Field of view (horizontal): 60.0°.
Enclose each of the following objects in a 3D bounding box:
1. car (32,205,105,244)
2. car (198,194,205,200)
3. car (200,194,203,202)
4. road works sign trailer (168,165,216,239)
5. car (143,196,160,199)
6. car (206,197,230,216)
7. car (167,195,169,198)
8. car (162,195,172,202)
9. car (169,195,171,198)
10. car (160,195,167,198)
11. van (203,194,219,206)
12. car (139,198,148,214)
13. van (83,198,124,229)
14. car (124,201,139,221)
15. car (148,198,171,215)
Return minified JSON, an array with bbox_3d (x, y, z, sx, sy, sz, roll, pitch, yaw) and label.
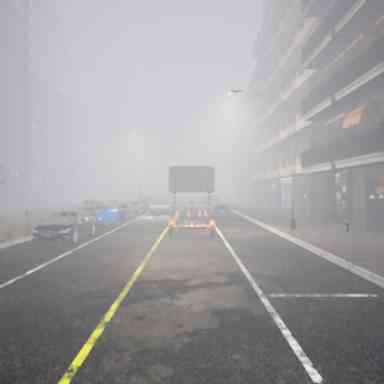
[{"bbox_3d":[-5.698,1.517,15.322,2.008,1.369,4.403,0,0,0],"label":"car"},{"bbox_3d":[2.653,1.396,92.814,1.752,1.417,4.829,0,0,0],"label":"car"},{"bbox_3d":[2.668,1.447,53.984,1.887,1.381,4.507,0,0,0],"label":"car"},{"bbox_3d":[-0.006,0.427,17.220,2.380,3.560,2.880,0,0,0],"label":"road works sign trailer"},{"bbox_3d":[-5.709,1.356,42.936,1.967,1.590,4.097,0,0,0],"label":"car"},{"bbox_3d":[2.676,1.485,31.893,2.008,1.369,4.403,0,0,0],"label":"car"},{"bbox_3d":[-5.715,1.447,59.504,2.008,1.369,4.403,0,0,0],"label":"car"},{"bbox_3d":[-5.722,1.445,76.073,1.947,1.339,4.313,0,0,0],"label":"car"},{"bbox_3d":[-5.718,1.330,65.027,1.967,1.590,4.097,0,0,0],"label":"car"},{"bbox_3d":[-5.713,1.453,53.981,2.008,1.369,4.403,0,0,0],"label":"car"},{"bbox_3d":[2.671,1.257,42.938,1.690,1.788,3.998,0,0,0],"label":"van"},{"bbox_3d":[-5.705,1.499,31.890,1.947,1.339,4.313,0,0,0],"label":"car"},{"bbox_3d":[-5.701,1.295,20.843,1.690,1.788,3.998,0,0,0],"label":"van"},{"bbox_3d":[-5.703,1.488,26.367,1.887,1.381,4.507,0,0,0],"label":"car"},{"bbox_3d":[-3.109,1.532,33.211,1.895,1.301,4.718,0,0,0],"label":"car"}]
